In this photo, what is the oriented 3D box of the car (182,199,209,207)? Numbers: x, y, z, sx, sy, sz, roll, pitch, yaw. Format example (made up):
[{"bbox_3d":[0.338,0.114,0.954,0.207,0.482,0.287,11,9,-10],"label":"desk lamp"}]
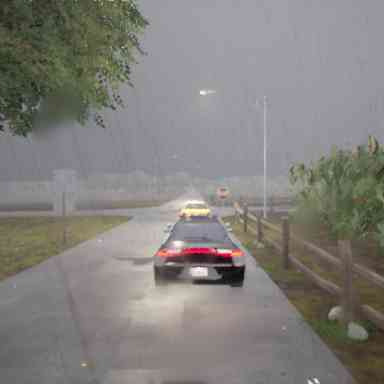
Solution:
[{"bbox_3d":[0.207,1.244,21.296,1.801,1.575,5.366,0,0,-1],"label":"car"}]

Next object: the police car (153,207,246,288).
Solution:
[{"bbox_3d":[0.177,1.395,9.009,2.038,1.542,4.974,0,0,1],"label":"police car"}]
